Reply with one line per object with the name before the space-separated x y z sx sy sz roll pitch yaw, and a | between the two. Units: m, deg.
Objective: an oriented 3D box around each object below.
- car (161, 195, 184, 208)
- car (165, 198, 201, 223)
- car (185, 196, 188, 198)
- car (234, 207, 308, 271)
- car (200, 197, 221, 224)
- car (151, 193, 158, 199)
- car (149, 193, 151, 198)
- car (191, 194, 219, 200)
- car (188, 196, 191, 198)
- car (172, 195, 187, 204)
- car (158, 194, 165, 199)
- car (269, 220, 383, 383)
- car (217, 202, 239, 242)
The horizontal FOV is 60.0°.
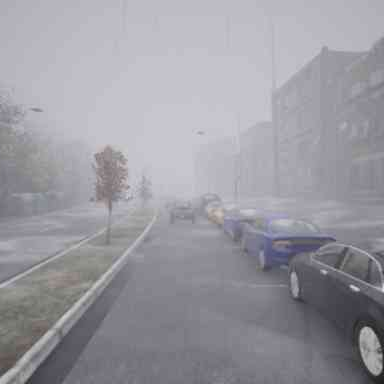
car | -2.524 1.506 42.888 1.994 1.385 4.181 0 0 -7
car | -0.806 1.491 25.612 2.128 1.511 4.902 0 0 -4
car | -0.453 1.396 49.931 1.946 1.575 5.366 0 0 -8
car | 2.893 1.488 10.930 2.097 1.535 5.008 0 0 -1
car | 2.065 1.477 27.795 1.946 1.575 5.366 0 0 -4
car | -8.697 1.166 87.670 2.231 1.521 4.892 0 0 -14
car | -10.085 1.161 93.044 2.002 1.452 4.674 0 0 -14
car | 1.601 1.217 33.184 2.435 2.045 5.566 0 0 -5
car | 1.049 1.451 38.705 2.231 1.521 4.892 0 0 -6
car | -2.327 1.341 60.788 1.946 1.575 5.366 0 0 -10
car | -5.947 1.246 77.027 2.097 1.535 5.008 0 0 -14
car | 3.015 1.486 5.369 2.231 1.521 4.892 0 0 -1
car | 2.715 1.489 16.495 2.097 1.535 5.008 0 0 -2
